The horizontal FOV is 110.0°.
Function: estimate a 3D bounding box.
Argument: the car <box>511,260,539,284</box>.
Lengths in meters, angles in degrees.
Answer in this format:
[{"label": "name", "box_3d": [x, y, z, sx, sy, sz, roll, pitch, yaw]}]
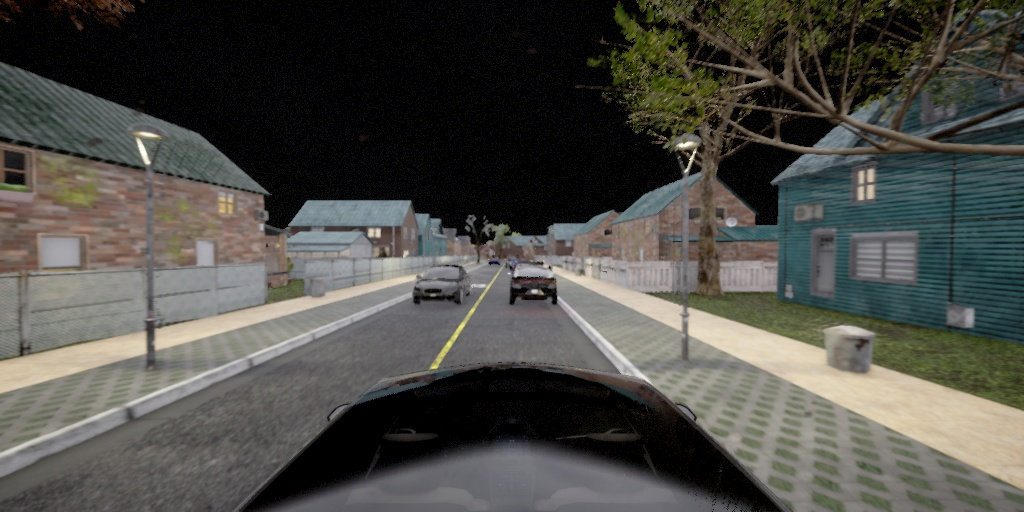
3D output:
[{"label": "car", "box_3d": [0.814, 1.081, 25.490, 1.812, 1.442, 4.674, 0, 0, 0]}]

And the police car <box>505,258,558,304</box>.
[{"label": "police car", "box_3d": [0.819, 1.056, 15.598, 1.930, 1.638, 5.238, 0, 0, 0]}]

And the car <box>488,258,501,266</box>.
[{"label": "car", "box_3d": [-2.822, 0.953, 57.834, 1.895, 1.301, 4.718, 0, 0, 1]}]

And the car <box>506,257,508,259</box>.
[{"label": "car", "box_3d": [-0.011, 0.881, 51.120, 2.128, 1.511, 4.902, 0, 0, 0]}]

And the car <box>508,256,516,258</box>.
[{"label": "car", "box_3d": [0.812, 0.991, 31.491, 1.882, 1.535, 5.008, 0, 0, 0]}]

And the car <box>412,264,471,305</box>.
[{"label": "car", "box_3d": [-2.854, 1.137, 15.362, 1.837, 1.490, 4.892, 0, 0, 0]}]
